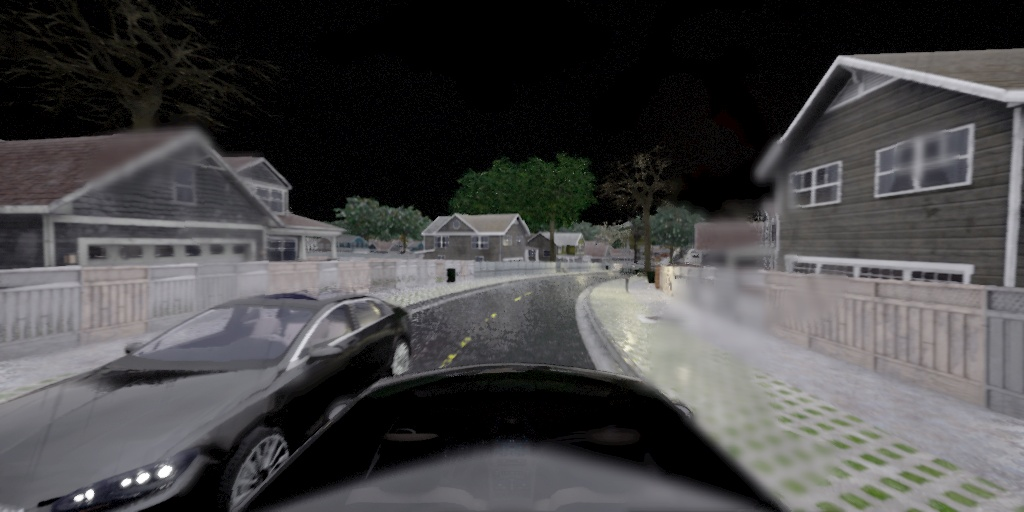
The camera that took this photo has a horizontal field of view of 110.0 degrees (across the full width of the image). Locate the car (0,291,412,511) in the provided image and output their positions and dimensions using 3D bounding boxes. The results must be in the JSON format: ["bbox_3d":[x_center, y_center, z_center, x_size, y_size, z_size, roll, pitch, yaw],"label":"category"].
[{"bbox_3d":[-2.634,1.216,4.099,2.128,1.511,4.902,0,0,2],"label":"car"}]

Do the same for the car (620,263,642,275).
[{"bbox_3d":[17.441,1.872,53.292,2.097,1.767,4.553,2,0,27],"label":"car"}]
